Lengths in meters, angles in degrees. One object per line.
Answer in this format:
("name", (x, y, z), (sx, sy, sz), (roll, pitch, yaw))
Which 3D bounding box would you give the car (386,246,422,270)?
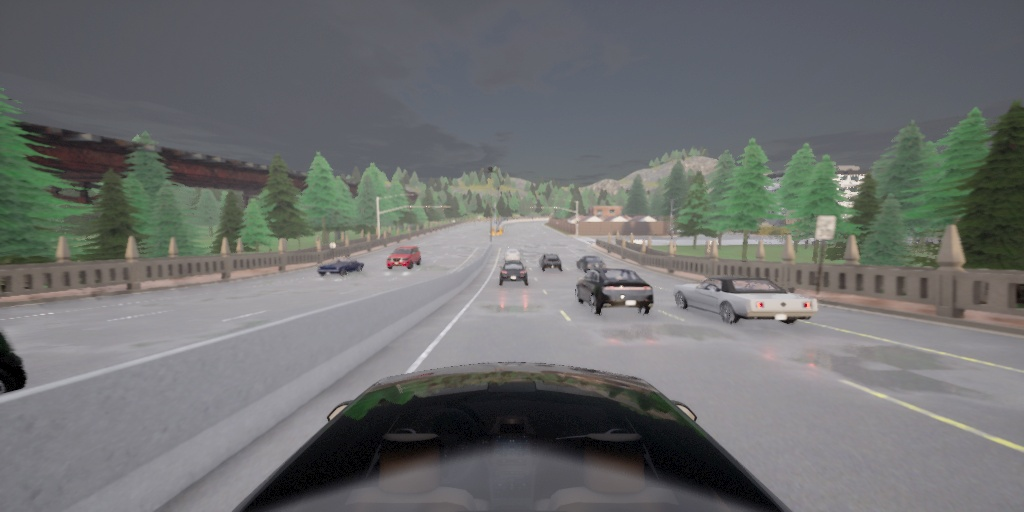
("car", (-10.504, 0.110, 35.295), (2.150, 2.045, 5.566), (0, 4, 0))

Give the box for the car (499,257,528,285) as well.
("car", (0.101, 1.075, 24.200), (1.812, 1.442, 4.674), (0, 2, 0))

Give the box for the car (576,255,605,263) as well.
("car", (7.097, 0.659, 32.483), (2.033, 1.411, 5.357), (0, 4, 0))

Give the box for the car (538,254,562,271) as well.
("car", (3.593, 0.503, 34.070), (1.837, 1.490, 4.892), (0, 4, 0))

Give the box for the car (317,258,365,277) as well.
("car", (-14.056, 0.893, 29.634), (1.895, 1.301, 4.718), (0, 3, 0))

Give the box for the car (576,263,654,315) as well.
("car", (3.600, 1.201, 13.307), (2.128, 1.511, 4.902), (0, 0, 0))

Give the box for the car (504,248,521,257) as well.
("car", (0.062, -0.200, 41.781), (1.812, 1.442, 4.674), (0, 6, 0))

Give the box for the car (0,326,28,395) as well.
("car", (-7.099, 1.099, 2.418), (2.097, 1.767, 4.553), (0, 0, 0))

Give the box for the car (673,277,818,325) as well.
("car", (7.100, 1.316, 11.677), (1.895, 1.301, 4.718), (0, 0, 0))
